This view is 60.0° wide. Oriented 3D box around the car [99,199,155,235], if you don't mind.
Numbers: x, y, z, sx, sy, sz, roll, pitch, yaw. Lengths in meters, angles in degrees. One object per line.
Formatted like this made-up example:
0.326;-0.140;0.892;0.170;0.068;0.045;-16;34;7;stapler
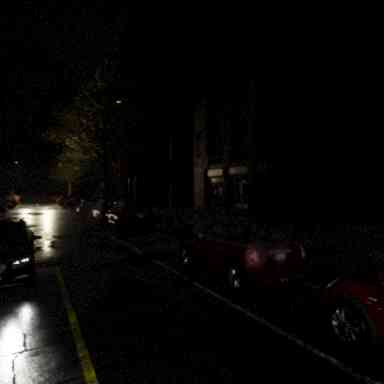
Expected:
-3.681;1.370;19.378;2.192;1.841;5.009;0;0;-25;car

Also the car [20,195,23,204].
-33.153;1.504;61.580;2.192;1.841;5.009;0;0;-25;car

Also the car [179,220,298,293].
1.157;1.473;9.188;1.967;1.590;4.097;0;0;-25;car

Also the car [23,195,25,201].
-37.990;1.558;71.767;2.192;1.841;5.009;0;0;-25;car

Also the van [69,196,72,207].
-13.354;1.456;39.756;1.690;1.788;3.998;0;0;-25;van

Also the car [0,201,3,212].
-16.225;1.591;25.922;1.887;1.381;4.507;0;0;-25;car

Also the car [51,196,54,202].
-30.285;1.847;75.416;1.947;1.339;4.313;0;0;-25;car

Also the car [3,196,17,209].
-25.826;1.636;46.144;1.752;1.417;4.829;0;0;-25;car

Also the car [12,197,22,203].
-40.408;1.816;76.860;1.887;1.381;4.507;0;0;-25;car

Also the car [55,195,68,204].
-23.030;1.516;60.134;2.192;1.841;5.009;0;0;-25;car

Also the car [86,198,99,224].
-6.099;1.385;24.472;2.192;1.841;5.009;0;0;-25;car

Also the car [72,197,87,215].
-10.936;1.540;34.661;1.967;1.590;4.097;0;0;-25;car

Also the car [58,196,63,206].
-20.611;1.741;55.037;1.947;1.339;4.313;0;0;-25;car

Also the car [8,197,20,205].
-35.572;1.782;66.673;1.947;1.339;4.313;0;0;-25;car

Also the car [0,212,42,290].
-5.182;1.501;8.893;2.128;1.511;4.902;0;0;-25;car

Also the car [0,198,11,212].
-21.062;1.658;36.110;1.802;1.307;4.206;0;0;-25;car

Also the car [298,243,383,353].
3.575;1.465;4.094;1.967;1.590;4.097;0;0;-25;car

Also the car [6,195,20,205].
-28.317;1.451;51.391;2.192;1.841;5.009;0;0;-25;car

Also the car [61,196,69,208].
-18.193;1.732;49.944;1.802;1.307;4.206;0;0;-25;car
